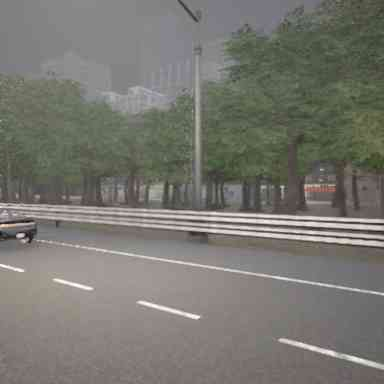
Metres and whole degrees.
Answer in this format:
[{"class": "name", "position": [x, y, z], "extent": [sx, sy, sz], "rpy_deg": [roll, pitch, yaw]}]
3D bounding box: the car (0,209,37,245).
[{"class": "car", "position": [-8.628, 1.484, 14.328], "extent": [4.902, 1.511, 2.128], "rpy_deg": [0, 0, 36]}]
